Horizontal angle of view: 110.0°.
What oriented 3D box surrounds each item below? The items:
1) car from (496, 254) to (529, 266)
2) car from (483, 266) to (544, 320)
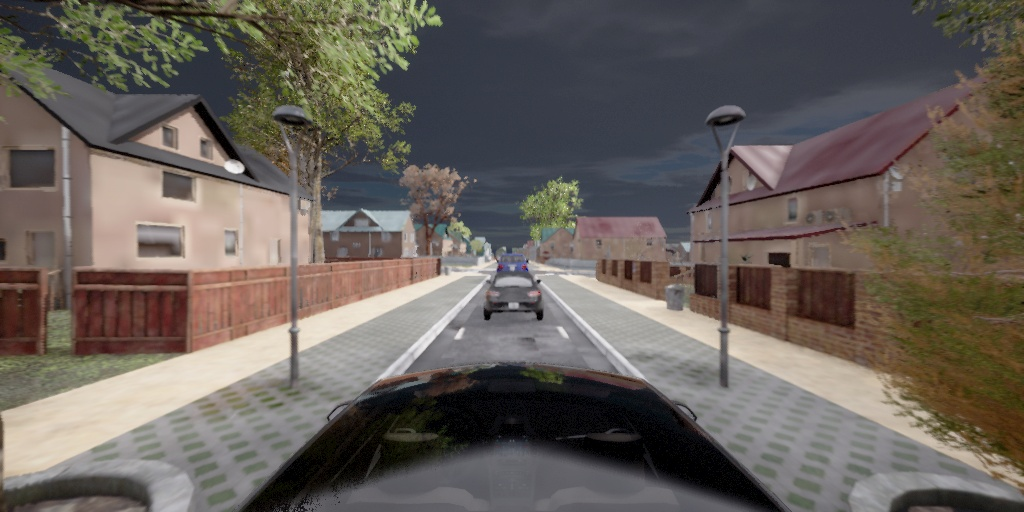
[{"bbox_3d":[0.043,0.848,25.838,2.150,2.045,5.566,0,0,1],"label":"car"},{"bbox_3d":[0.055,1.219,12.283,1.812,1.442,4.674,0,0,0],"label":"car"}]
